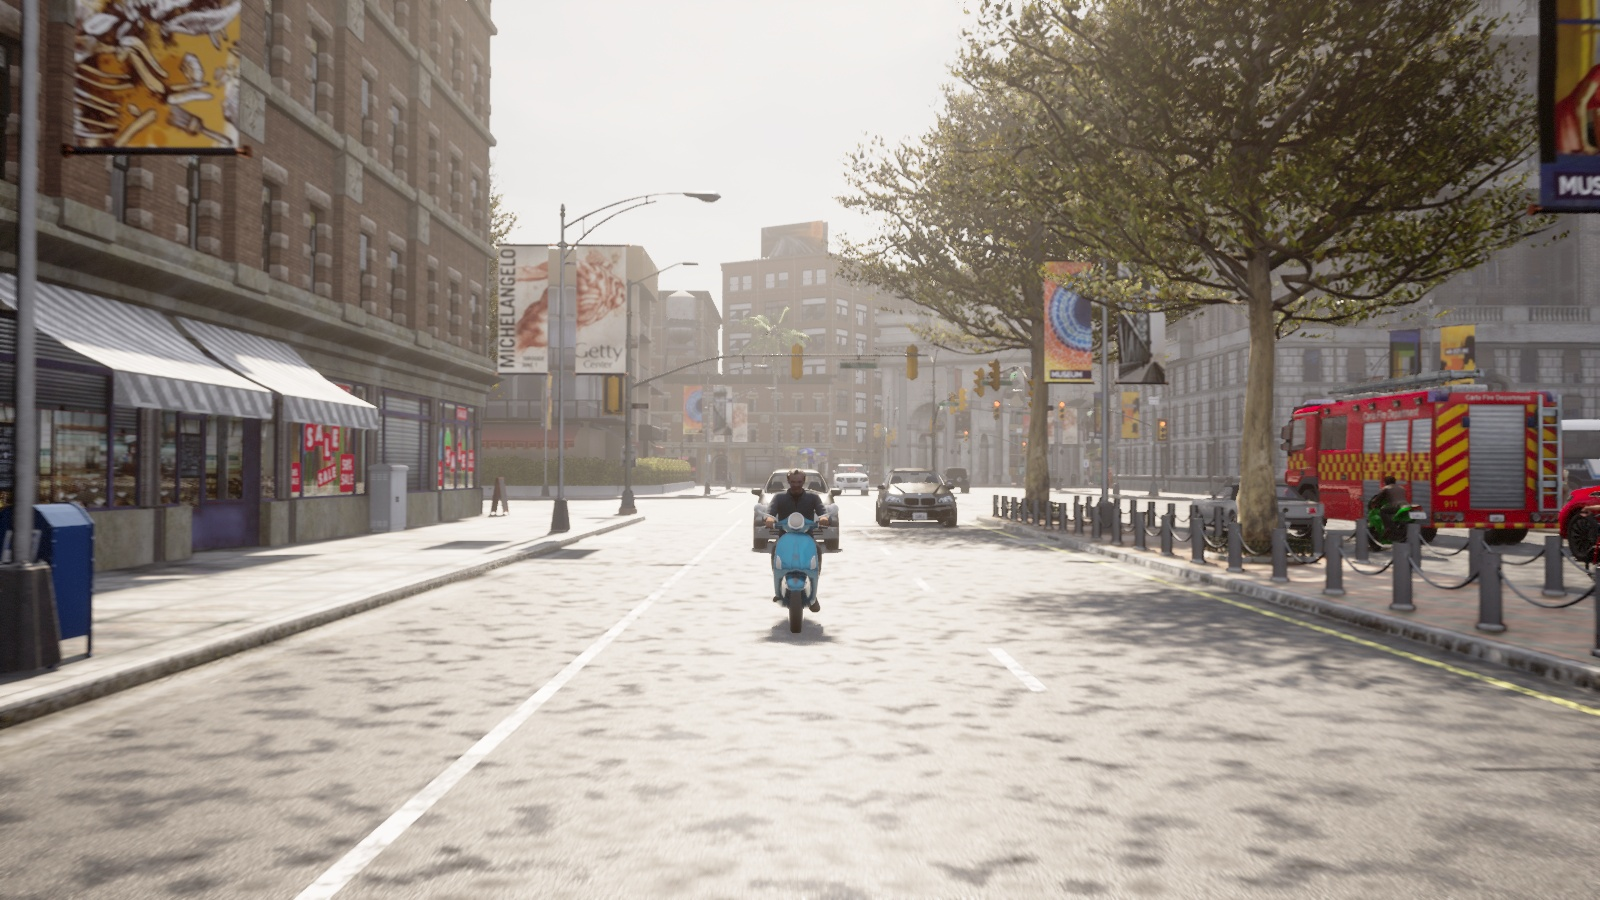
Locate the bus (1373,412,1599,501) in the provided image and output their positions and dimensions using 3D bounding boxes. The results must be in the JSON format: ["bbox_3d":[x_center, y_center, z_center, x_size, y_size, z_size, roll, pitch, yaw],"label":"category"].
[{"bbox_3d":[34.332,0.338,61.948,10.273,4.253,3.944,0,-1,-1],"label":"bus"}]

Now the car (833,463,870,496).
[{"bbox_3d":[3.298,1.890,81.830,2.150,2.045,5.566,0,-1,0],"label":"car"}]

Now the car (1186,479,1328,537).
[{"bbox_3d":[11.351,1.398,31.560,1.895,1.301,4.718,0,-1,1],"label":"car"}]

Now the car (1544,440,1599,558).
[{"bbox_3d":[14.950,0.818,20.591,2.150,2.045,5.566,0,-1,0],"label":"car"}]

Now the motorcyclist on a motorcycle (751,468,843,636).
[{"bbox_3d":[-0.032,0.983,12.805,0.866,1.590,1.817,0,-1,0],"label":"motorcyclist on a motorcycle"}]

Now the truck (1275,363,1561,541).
[{"bbox_3d":[14.918,0.114,31.301,2.891,3.827,8.468,0,-1,0],"label":"truck"}]

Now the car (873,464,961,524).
[{"bbox_3d":[3.395,1.268,37.209,2.242,1.667,4.611,0,-1,1],"label":"car"}]

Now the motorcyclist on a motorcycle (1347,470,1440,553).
[{"bbox_3d":[11.440,1.158,24.284,0.797,1.523,2.044,0,-1,0],"label":"motorcyclist on a motorcycle"}]

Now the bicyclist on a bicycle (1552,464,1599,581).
[{"bbox_3d":[11.461,1.000,17.626,0.866,1.612,1.509,0,-1,-1],"label":"bicyclist on a bicycle"}]

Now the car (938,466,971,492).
[{"bbox_3d":[11.274,2.099,91.633,1.905,1.878,3.866,0,-1,0],"label":"car"}]

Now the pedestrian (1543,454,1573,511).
[{"bbox_3d":[24.874,1.062,41.237,0.540,1.848,0.694,0,-1,0],"label":"pedestrian"}]

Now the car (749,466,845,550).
[{"bbox_3d":[-0.065,1.152,26.242,1.851,1.617,3.988,0,-1,0],"label":"car"}]
